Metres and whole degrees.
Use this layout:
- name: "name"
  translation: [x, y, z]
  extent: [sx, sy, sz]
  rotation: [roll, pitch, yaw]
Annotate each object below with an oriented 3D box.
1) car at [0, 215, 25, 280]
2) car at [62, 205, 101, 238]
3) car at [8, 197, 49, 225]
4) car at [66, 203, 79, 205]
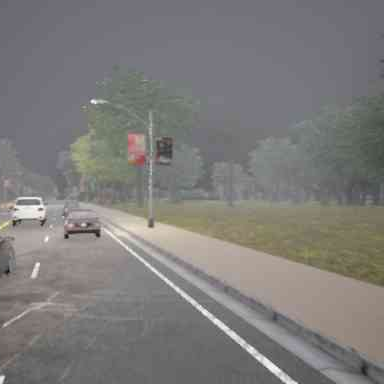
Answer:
- name: "car"
  translation: [-5.422, 1.545, 7.744]
  extent: [2.128, 1.511, 4.902]
  rotation: [0, 0, -21]
- name: "car"
  translation: [-6.193, 1.675, 18.644]
  extent: [2.033, 1.411, 5.357]
  rotation: [0, 0, -21]
- name: "car"
  translation: [-12.409, 1.416, 25.704]
  extent: [2.150, 2.045, 5.566]
  rotation: [0, 0, -21]
- name: "car"
  translation: [-12.673, 1.824, 35.289]
  extent: [2.033, 1.411, 5.357]
  rotation: [0, -1, -21]
